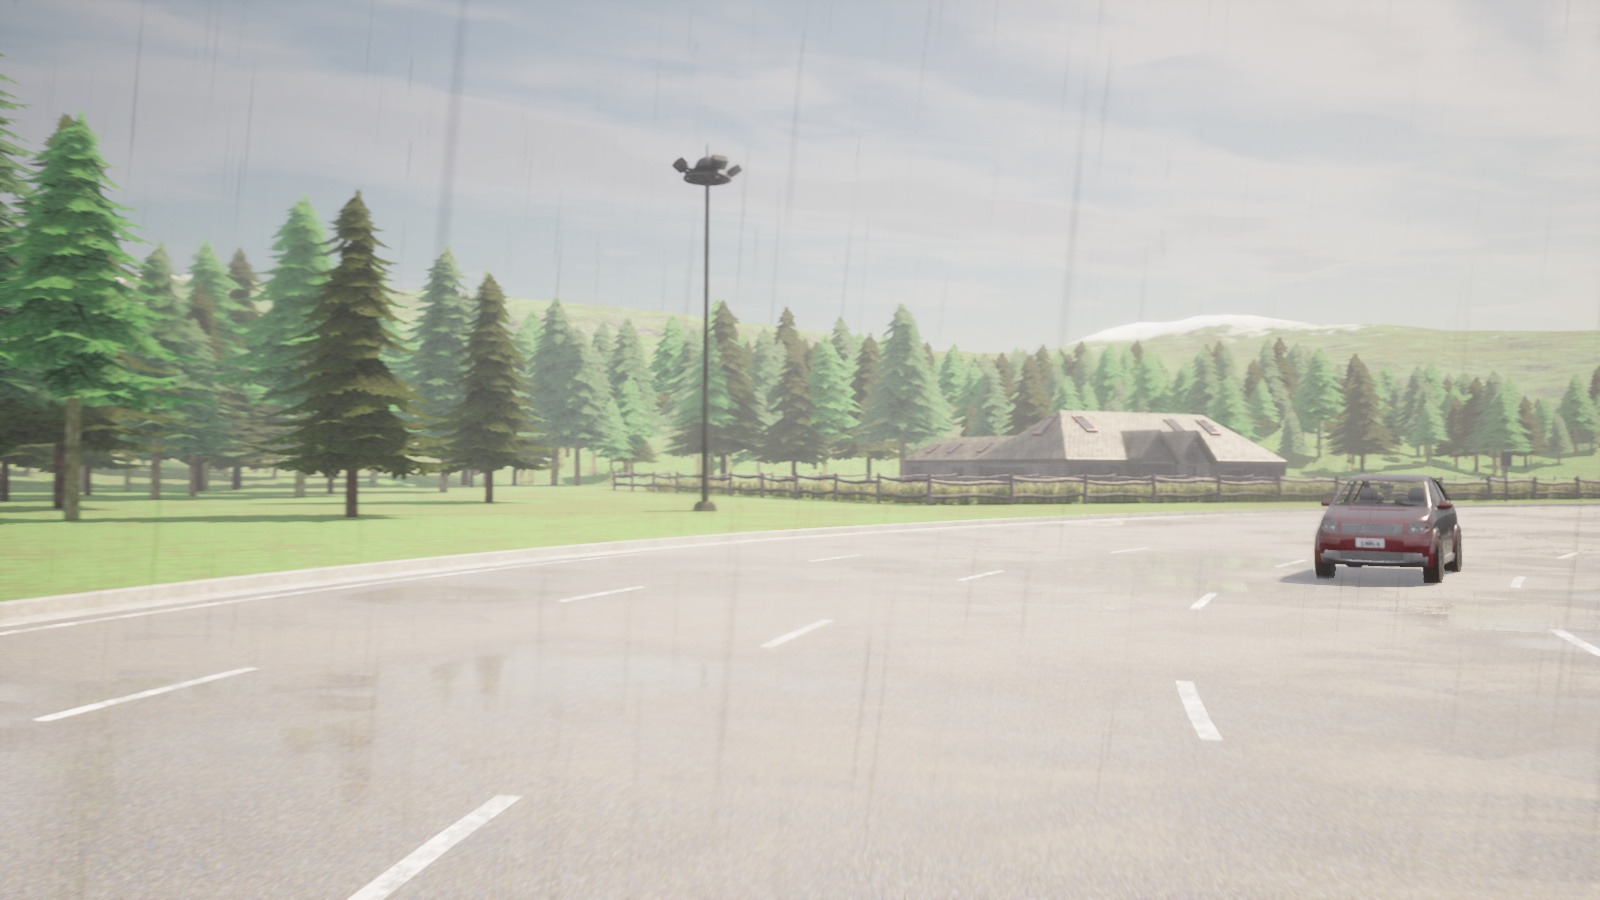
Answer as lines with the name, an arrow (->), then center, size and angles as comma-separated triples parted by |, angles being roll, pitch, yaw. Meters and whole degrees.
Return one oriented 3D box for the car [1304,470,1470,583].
car -> 9.049, 1.082, 19.222 | 1.789, 1.549, 3.705 | -1, -1, 33
